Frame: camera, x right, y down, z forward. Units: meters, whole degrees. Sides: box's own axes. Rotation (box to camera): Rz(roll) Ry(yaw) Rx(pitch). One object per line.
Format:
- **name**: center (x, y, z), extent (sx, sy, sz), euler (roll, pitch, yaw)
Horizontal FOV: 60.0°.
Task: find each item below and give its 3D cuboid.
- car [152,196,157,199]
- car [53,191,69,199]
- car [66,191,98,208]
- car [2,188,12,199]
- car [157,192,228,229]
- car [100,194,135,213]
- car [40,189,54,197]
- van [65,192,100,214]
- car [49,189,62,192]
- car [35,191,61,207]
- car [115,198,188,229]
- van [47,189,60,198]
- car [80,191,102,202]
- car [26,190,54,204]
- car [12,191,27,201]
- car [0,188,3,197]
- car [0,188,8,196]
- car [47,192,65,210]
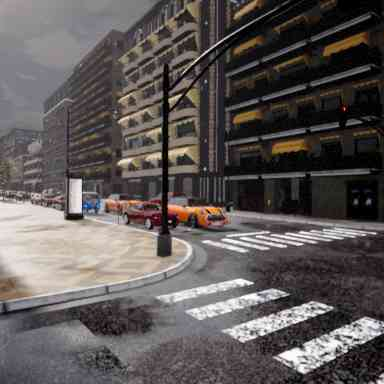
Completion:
- **car**: center (-2.351, 0.933, 33.125), extent (2.192, 1.841, 5.009), euler (2, 0, -36)
- **car**: center (-25.790, 0.525, 65.255), extent (1.752, 1.417, 4.829), euler (2, 0, -36)
- **car**: center (-12.308, 0.776, 36.945), extent (2.097, 1.767, 4.553), euler (1, 0, -36)
- **car**: center (-32.456, 0.468, 60.173), extent (1.887, 1.381, 4.507), euler (2, 0, -36)
- **car**: center (0.086, 1.103, 19.891), extent (2.097, 1.767, 4.553), euler (1, 0, -35)
- **car**: center (-5.601, 0.952, 27.739), extent (2.097, 1.767, 4.553), euler (1, 0, -36)
- **car**: center (-32.354, 0.268, 74.258), extent (1.967, 1.590, 4.097), euler (2, 0, -36)
- **van**: center (-9.117, 0.879, 28.181), extent (1.690, 1.788, 3.998), euler (2, 0, -36)
- **car**: center (-25.131, 0.595, 59.961), extent (2.033, 1.411, 5.357), euler (1, 1, -38)
- **car**: center (-15.790, 0.907, 37.322), extent (1.887, 1.381, 4.507), euler (2, 0, -36)
- **car**: center (-2.457, 1.259, 19.041), extent (1.887, 1.381, 4.507), euler (2, 0, -36)
- **van**: center (-29.018, 0.256, 69.688), extent (1.690, 1.788, 3.998), euler (2, 0, -36)
- **car**: center (-15.688, 0.706, 51.407), extent (1.967, 1.590, 4.097), euler (2, 0, -36)
- **car**: center (-19.023, 0.802, 41.755), extent (1.752, 1.417, 4.829), euler (2, 0, -36)
- **car**: center (-25.786, 0.539, 51.032), extent (1.967, 1.590, 4.097), euler (2, 0, -36)
- **car**: center (-39.123, 0.299, 69.313), extent (2.008, 1.369, 4.403), euler (2, 0, -36)
- **car**: center (-42.449, -0.025, 73.884), extent (2.192, 1.841, 5.009), euler (2, 0, -36)
- **car**: center (-12.457, 0.995, 32.752), extent (1.887, 1.381, 4.507), euler (2, 0, -36)
